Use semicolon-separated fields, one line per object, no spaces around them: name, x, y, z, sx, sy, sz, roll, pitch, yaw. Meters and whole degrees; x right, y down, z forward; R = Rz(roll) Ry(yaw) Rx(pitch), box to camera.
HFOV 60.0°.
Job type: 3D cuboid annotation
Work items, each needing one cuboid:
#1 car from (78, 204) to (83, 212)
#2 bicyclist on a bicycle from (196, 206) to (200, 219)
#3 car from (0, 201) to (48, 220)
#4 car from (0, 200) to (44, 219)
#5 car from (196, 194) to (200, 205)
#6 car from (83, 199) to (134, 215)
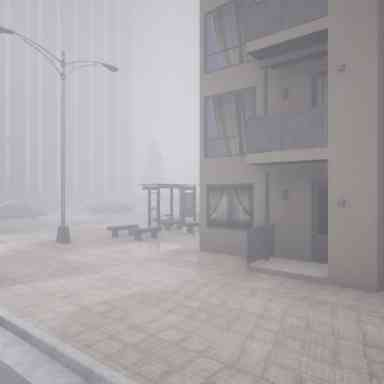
car;-10.347;1.547;37.305;2.128;1.511;4.902;0;0;40
bicyclist on a bicycle;0.940;1.356;26.674;1.656;1.620;0.582;0;0;40
car;-14.554;1.603;26.819;2.033;1.411;5.357;0;0;40
car;-16.269;1.560;30.228;1.837;1.490;4.892;0;0;40
car;-0.049;1.281;49.513;2.150;2.045;5.566;0;0;40
car;-8.320;1.656;34.275;1.895;1.301;4.718;0;0;40
